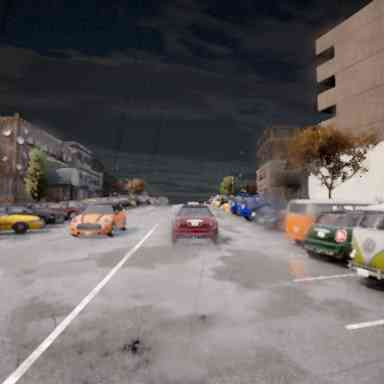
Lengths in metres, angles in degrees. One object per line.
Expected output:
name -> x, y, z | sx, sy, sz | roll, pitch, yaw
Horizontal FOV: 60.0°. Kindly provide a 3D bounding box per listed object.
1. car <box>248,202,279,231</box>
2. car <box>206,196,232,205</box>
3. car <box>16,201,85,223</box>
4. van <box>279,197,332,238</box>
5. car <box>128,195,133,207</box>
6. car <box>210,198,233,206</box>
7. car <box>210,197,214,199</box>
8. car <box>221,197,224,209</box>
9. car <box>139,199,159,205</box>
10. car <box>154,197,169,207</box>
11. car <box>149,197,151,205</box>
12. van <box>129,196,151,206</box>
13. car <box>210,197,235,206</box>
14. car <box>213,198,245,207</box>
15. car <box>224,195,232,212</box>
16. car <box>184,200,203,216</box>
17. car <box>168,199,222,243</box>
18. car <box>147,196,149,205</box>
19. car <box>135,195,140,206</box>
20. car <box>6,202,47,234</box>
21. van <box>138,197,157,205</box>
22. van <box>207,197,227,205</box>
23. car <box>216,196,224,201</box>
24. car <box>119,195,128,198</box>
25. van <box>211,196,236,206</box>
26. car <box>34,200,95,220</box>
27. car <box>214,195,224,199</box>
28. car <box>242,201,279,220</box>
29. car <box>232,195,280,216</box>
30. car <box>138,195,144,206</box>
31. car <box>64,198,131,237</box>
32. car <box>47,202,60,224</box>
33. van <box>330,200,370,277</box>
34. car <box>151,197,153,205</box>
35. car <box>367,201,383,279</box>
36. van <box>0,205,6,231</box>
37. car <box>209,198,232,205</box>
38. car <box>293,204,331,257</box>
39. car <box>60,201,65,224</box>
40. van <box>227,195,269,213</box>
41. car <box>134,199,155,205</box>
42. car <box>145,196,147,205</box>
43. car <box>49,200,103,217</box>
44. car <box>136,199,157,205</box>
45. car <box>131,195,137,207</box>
car -> 6.349, 1.561, 20.429 | 4.892, 1.521, 2.231 | 1, 0, -19
car -> 6.327, 2.025, 77.353 | 5.566, 2.045, 2.435 | 1, -2, -20
car -> -11.371, 1.561, 27.030 | 5.008, 1.535, 2.097 | -1, 0, -20
van -> 6.364, 1.318, 14.463 | 4.442, 1.987, 1.878 | 1, 0, -19
car -> -11.484, 1.666, 47.572 | 5.008, 1.535, 2.097 | -1, 0, -20
car -> 6.316, 2.146, 71.379 | 4.674, 1.452, 2.002 | 1, -2, -20
car -> 6.135, 1.737, 53.363 | 5.366, 1.575, 1.946 | 1, -1, -20
car -> 6.208, 1.598, 35.401 | 5.366, 1.575, 1.946 | 1, 0, -20
car -> -11.405, 2.718, 88.619 | 5.008, 1.535, 2.097 | 0, -3, -20
car -> -5.134, 1.718, 59.901 | 2.097, 1.767, 4.553 | 0, -1, 1
car -> -11.475, 2.056, 68.120 | 4.792, 1.488, 2.163 | 0, -2, -20
van -> -11.595, 1.957, 73.937 | 4.442, 1.987, 1.878 | 0, -1, -20
car -> 6.283, 1.904, 68.384 | 4.553, 1.767, 2.185 | 1, -2, -20
car -> 6.276, 1.818, 56.404 | 4.792, 1.488, 2.163 | 1, -1, -20
car -> 6.428, 1.344, 32.484 | 5.566, 2.045, 2.435 | 1, 0, -20
car -> 0.090, 1.631, 34.251 | 1.812, 1.442, 4.674 | 0, 0, 0
car -> 0.129, 1.403, 16.517 | 2.097, 1.767, 4.553 | 0, 0, 0
car -> -11.478, 1.830, 65.181 | 4.553, 1.767, 2.185 | 0, -1, -20
car -> -11.680, 1.737, 53.376 | 5.366, 1.575, 1.946 | -1, -1, -20
car -> -11.098, 1.526, 18.287 | 5.366, 1.575, 1.946 | -1, 0, -21
van -> -11.533, 2.355, 85.662 | 4.442, 1.987, 1.878 | 0, -2, -20
van -> 6.268, 2.247, 83.313 | 4.442, 1.987, 1.878 | 1, -3, -20
car -> 6.173, 1.622, 41.394 | 5.366, 1.575, 1.946 | 1, 0, -20
car -> -11.451, 1.513, 44.643 | 4.553, 1.767, 2.185 | -1, 0, -20
van -> 6.201, 1.731, 65.355 | 4.442, 1.987, 1.878 | 1, -1, -20
car -> -11.384, 1.571, 29.965 | 4.892, 1.521, 2.231 | -1, 0, -20
car -> 6.361, 1.397, 44.465 | 5.566, 2.045, 2.435 | 1, -1, -20
car -> 6.398, 1.599, 23.449 | 4.792, 1.488, 2.163 | 1, 0, -19
car -> 6.424, 1.327, 26.465 | 5.566, 2.045, 2.435 | 1, 0, -20
car -> -11.540, 1.535, 56.361 | 5.566, 2.045, 2.435 | -1, -1, -20
car -> -4.989, 1.411, 18.358 | 2.097, 1.767, 4.553 | 0, 0, 1
car -> -11.313, 1.541, 21.157 | 5.008, 1.535, 2.097 | -1, 0, -21
van -> 6.035, 1.298, 8.374 | 4.442, 1.987, 1.878 | 1, 0, -19
car -> -11.500, 2.101, 71.037 | 5.008, 1.535, 2.097 | 0, -2, -20
car -> 6.061, 1.265, 5.403 | 5.566, 2.045, 2.435 | 1, 0, -19
van -> -11.351, 1.298, 15.243 | 4.442, 1.987, 1.878 | -1, 0, -21
car -> 6.359, 2.218, 74.383 | 4.792, 1.488, 2.163 | 1, -2, -20
car -> 6.169, 1.408, 11.409 | 4.553, 1.767, 2.185 | 1, 0, -19
car -> -11.307, 1.580, 24.103 | 4.792, 1.488, 2.163 | -1, 0, -20
van -> 6.475, 1.390, 38.507 | 4.442, 1.987, 1.878 | 1, -1, -20
car -> -11.460, 2.402, 79.841 | 4.674, 1.452, 2.002 | 0, -2, -20
car -> -11.505, 1.895, 62.240 | 4.892, 1.521, 2.231 | 0, -1, -20
car -> -11.403, 1.581, 32.897 | 4.892, 1.521, 2.231 | -1, 0, -20
car -> -11.412, 2.492, 82.774 | 4.792, 1.488, 2.163 | 0, -2, -20
car -> -11.506, 1.701, 50.504 | 5.008, 1.535, 2.097 | -1, -1, -20
